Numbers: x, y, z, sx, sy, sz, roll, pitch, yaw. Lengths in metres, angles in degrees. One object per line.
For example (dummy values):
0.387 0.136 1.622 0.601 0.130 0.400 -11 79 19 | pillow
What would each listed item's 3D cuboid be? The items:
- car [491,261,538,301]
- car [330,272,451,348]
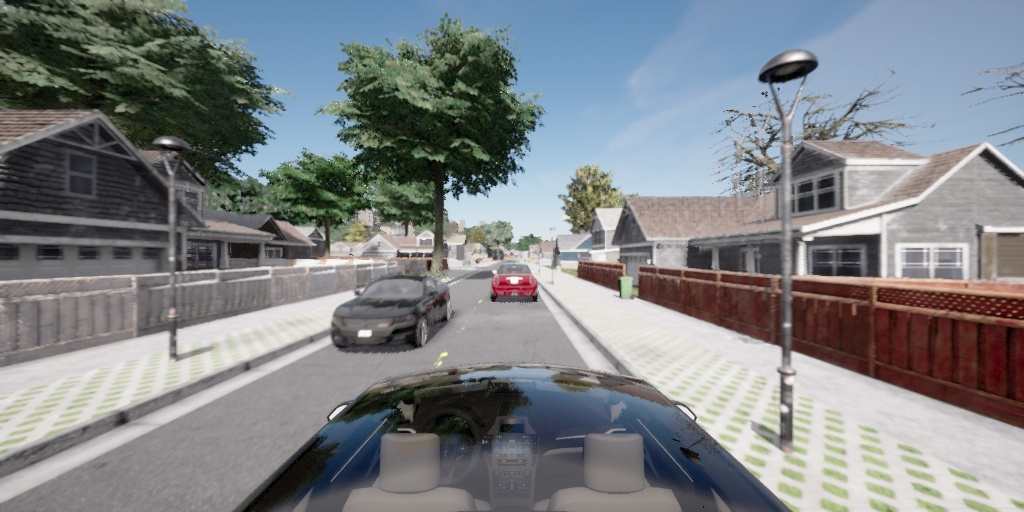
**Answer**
0.109 1.099 17.489 2.097 1.767 4.553 0 0 0 | car
-2.845 1.225 9.432 1.882 1.535 5.008 0 0 0 | car
